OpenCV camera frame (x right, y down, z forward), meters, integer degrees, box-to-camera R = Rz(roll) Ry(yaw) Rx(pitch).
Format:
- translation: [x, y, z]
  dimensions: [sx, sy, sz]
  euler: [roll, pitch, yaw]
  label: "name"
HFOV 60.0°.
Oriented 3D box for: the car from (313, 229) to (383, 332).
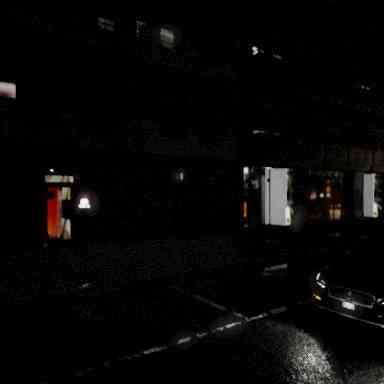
- translation: [4.364, 1.474, 6.490]
  dimensions: [4.892, 1.490, 1.837]
  euler: [0, 0, -36]
  label: "car"
